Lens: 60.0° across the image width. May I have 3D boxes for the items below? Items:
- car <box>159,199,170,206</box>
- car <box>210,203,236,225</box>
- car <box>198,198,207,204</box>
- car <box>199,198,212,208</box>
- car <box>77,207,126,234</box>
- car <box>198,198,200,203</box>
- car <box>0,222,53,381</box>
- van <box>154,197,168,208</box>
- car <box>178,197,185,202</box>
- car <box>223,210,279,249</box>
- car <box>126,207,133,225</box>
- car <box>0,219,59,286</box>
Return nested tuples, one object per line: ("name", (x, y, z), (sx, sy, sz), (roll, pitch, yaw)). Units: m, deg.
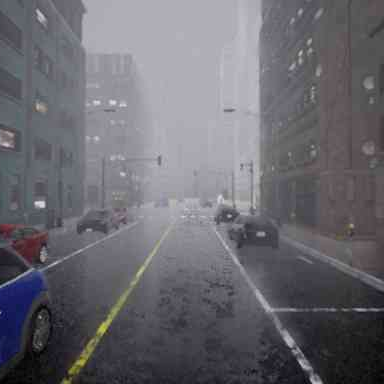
("car", (-5.676, 2.187, 69.590), (1.887, 1.381, 4.507), (0, -1, 0))
("car", (2.700, 1.800, 26.129), (1.947, 1.339, 4.313), (0, -1, 0))
("car", (2.707, 2.245, 86.171), (1.967, 1.590, 4.097), (0, -1, 0))
("car", (2.703, 2.119, 58.533), (1.802, 1.307, 4.206), (0, -1, 0))
("car", (-5.681, 1.750, 20.619), (1.947, 1.339, 4.313), (0, -1, 0))
("car", (2.705, 2.083, 69.589), (1.967, 1.590, 4.097), (0, -1, 0))
("car", (-3.100, 1.379, 2.989), (2.097, 1.767, 4.553), (0, -1, 0))
("van", (-5.676, 1.878, 58.537), (1.690, 1.788, 3.998), (0, -1, 0))
("car", (-2.990, 2.297, 93.188), (1.837, 1.490, 4.892), (0, -1, 0))
("car", (2.699, 1.701, 15.082), (1.947, 1.339, 4.313), (0, -1, 0))
("car", (-5.681, 1.816, 26.142), (1.802, 1.307, 4.206), (0, -1, 0))
("car", (-5.682, 1.630, 9.572), (1.887, 1.381, 4.507), (0, -1, 0))
